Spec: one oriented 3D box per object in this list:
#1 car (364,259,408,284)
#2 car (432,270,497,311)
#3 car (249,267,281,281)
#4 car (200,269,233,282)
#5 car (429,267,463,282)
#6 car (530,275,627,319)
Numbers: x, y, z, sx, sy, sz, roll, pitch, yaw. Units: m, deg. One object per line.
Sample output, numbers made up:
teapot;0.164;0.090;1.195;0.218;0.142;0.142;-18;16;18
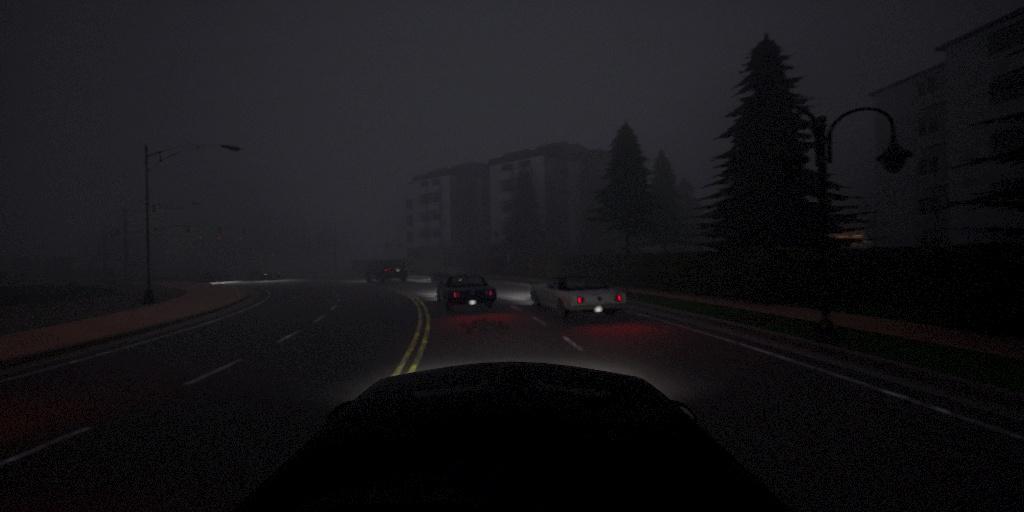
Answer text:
car;-11.029;1.301;31.319;2.150;2.045;5.566;-1;0;-40
car;-2.100;1.441;15.296;1.895;1.301;4.718;-1;0;-17
car;-27.928;1.983;40.483;4.674;1.442;1.812;-1;0;34
car;-32.419;2.112;39.307;4.181;1.385;1.994;-1;0;34
car;-5.122;1.552;29.283;1.895;1.301;4.718;-1;0;-34
car;2.113;1.347;12.980;1.895;1.301;4.718;-1;0;-13
